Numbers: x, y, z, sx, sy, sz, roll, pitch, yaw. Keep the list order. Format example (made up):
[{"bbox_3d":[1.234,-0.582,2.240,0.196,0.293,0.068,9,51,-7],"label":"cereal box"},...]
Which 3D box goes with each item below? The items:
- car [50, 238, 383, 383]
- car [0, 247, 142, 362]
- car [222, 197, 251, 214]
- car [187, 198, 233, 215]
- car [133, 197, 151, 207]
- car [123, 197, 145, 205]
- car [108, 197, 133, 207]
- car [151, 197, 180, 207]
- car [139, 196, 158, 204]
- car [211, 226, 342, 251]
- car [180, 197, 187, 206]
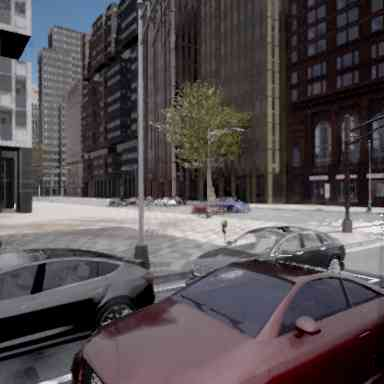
[{"bbox_3d":[0.837,1.559,3.853,4.181,1.385,1.994,0,0,-35],"label":"car"},{"bbox_3d":[-2.595,1.566,4.802,4.313,1.339,1.947,0,0,-35],"label":"car"},{"bbox_3d":[4.272,1.388,36.002,2.097,1.767,4.553,0,0,-36],"label":"car"},{"bbox_3d":[1.739,1.622,33.960,1.994,1.385,4.181,0,0,-36],"label":"car"},{"bbox_3d":[-8.874,1.631,54.486,1.812,1.442,4.674,0,0,-35],"label":"car"},{"bbox_3d":[-10.989,1.657,63.056,2.033,1.411,5.357,0,0,-36],"label":"car"},{"bbox_3d":[-11.746,1.636,52.921,1.837,1.490,4.892,0,0,-35],"label":"car"},{"bbox_3d":[-4.367,1.599,53.873,1.812,1.442,4.674,0,0,-35],"label":"car"},{"bbox_3d":[-8.590,1.615,65.287,1.812,1.442,4.674,0,0,-36],"label":"car"},{"bbox_3d":[1.995,1.540,8.075,4.403,1.369,2.008,0,0,-35],"label":"car"},{"bbox_3d":[-2.600,1.560,56.972,1.837,1.490,4.892,0,0,-35],"label":"car"}]
